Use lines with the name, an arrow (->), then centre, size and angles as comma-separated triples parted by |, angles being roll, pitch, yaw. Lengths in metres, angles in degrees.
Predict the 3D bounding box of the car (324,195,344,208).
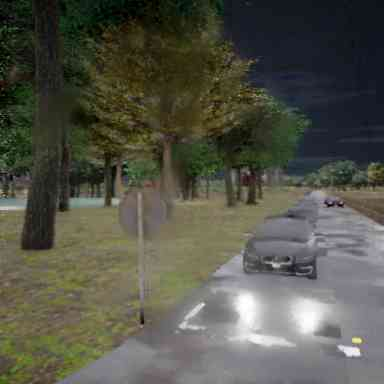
car -> 17.889, 1.325, 41.640 | 1.895, 1.301, 4.718 | -1, 0, 21

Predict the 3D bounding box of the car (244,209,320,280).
car -> 2.869, 1.498, 10.215 | 1.837, 1.490, 4.892 | -1, 0, 21

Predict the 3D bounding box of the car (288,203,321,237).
car -> 6.346, 1.535, 19.421 | 1.895, 1.301, 4.718 | -1, 0, 21

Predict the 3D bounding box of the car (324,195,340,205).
car -> 21.479, 1.214, 51.153 | 1.994, 1.385, 4.181 | -1, 0, 20

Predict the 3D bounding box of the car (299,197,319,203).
car -> 9.867, 1.434, 28.689 | 1.994, 1.385, 4.181 | -1, 0, 22
